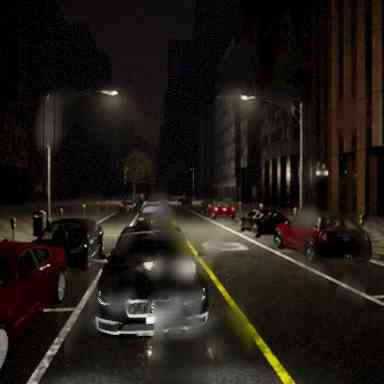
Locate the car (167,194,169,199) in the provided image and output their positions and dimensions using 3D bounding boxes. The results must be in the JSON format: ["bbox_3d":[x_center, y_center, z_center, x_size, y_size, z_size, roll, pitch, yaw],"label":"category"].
[{"bbox_3d":[-5.041,1.647,90.932,1.802,1.307,4.206,0,0,-7],"label":"car"}]

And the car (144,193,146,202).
[{"bbox_3d":[-10.110,1.353,61.722,2.192,1.841,5.009,0,0,-7],"label":"car"}]

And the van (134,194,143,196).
[{"bbox_3d":[-8.753,1.370,50.449,1.690,1.788,3.998,0,0,-7],"label":"van"}]

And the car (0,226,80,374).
[{"bbox_3d":[-3.322,1.546,5.355,1.887,1.381,4.507,0,0,-7],"label":"car"}]

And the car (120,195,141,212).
[{"bbox_3d":[-7.395,1.461,39.175,1.967,1.590,4.097,0,0,-7],"label":"car"}]

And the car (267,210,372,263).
[{"bbox_3d":[4.462,1.447,12.015,1.967,1.590,4.097,0,0,-7],"label":"car"}]

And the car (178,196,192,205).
[{"bbox_3d":[-0.968,1.618,57.111,1.802,1.307,4.206,0,0,-7],"label":"car"}]

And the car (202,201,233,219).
[{"bbox_3d":[2.426,1.457,28.926,1.967,1.590,4.097,0,0,-7],"label":"car"}]

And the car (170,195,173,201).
[{"bbox_3d":[-3.683,1.636,79.658,1.802,1.307,4.206,0,0,-7],"label":"car"}]

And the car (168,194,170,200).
[{"bbox_3d":[-4.383,1.585,85.464,1.752,1.417,4.829,0,0,-7],"label":"car"}]

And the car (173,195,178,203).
[{"bbox_3d":[-2.326,1.596,68.385,2.008,1.369,4.403,0,0,-7],"label":"car"}]

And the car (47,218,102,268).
[{"bbox_3d":[-4.001,1.570,10.992,1.947,1.339,4.313,0,0,-7],"label":"car"}]

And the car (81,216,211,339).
[{"bbox_3d":[-0.836,1.508,6.976,1.837,1.490,4.892,0,0,-7],"label":"car"}]

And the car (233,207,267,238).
[{"bbox_3d":[3.783,1.576,17.653,1.947,1.339,4.313,0,0,-7],"label":"car"}]

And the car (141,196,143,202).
[{"bbox_3d":[-8.074,1.576,44.812,2.008,1.369,4.403,0,0,-7],"label":"car"}]

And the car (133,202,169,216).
[{"bbox_3d":[-2.420,1.574,20.842,1.994,1.385,4.181,0,0,-7],"label":"car"}]

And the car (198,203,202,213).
[{"bbox_3d":[1.747,1.586,34.563,1.947,1.339,4.313,0,0,-7],"label":"car"}]
